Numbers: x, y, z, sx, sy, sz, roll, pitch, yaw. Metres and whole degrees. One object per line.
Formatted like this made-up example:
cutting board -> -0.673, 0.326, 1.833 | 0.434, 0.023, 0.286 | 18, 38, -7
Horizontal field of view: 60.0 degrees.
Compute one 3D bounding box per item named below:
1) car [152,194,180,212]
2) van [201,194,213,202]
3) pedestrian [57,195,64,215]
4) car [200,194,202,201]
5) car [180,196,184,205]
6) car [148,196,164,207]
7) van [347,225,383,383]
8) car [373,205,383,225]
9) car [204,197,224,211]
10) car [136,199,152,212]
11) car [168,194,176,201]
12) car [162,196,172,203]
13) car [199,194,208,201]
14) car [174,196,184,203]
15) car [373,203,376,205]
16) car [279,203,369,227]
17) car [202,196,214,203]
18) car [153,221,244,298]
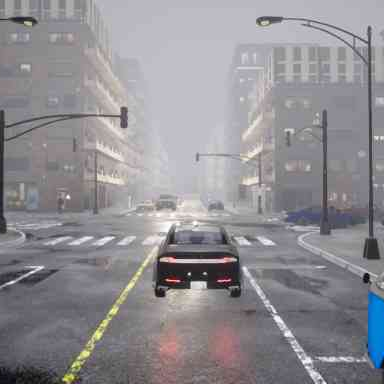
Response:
car -> -2.987, 1.236, 39.514 | 2.150, 2.045, 5.566 | 0, 0, 1
van -> 2.877, 1.364, 56.906 | 1.690, 1.788, 3.998 | 1, 0, 0
pedestrian -> -12.445, 1.218, 31.466 | 0.375, 1.860, 0.375 | 0, -1, 1
car -> 2.908, 1.554, 68.362 | 1.752, 1.417, 4.829 | 1, 0, 0
car -> -2.910, 1.374, 57.306 | 2.097, 1.767, 4.553 | 0, 0, 0
car -> -5.522, 1.460, 51.289 | 1.967, 1.590, 4.097 | 1, 0, 0
van -> 2.680, 1.342, 2.033 | 1.690, 1.788, 3.998 | 1, 0, 0
car -> 13.597, 1.583, 19.750 | 4.313, 1.339, 1.947 | 0, -1, 1
car -> 2.822, 1.581, 39.979 | 1.947, 1.339, 4.313 | 1, 0, 0
car -> -5.557, 1.540, 39.834 | 1.752, 1.417, 4.829 | 1, 0, 0
car -> -5.404, 1.483, 90.788 | 1.967, 1.590, 4.097 | 1, 0, 0
car -> -5.456, 1.577, 73.860 | 1.887, 1.381, 4.507 | 1, 0, 0
car -> 2.961, 1.354, 85.119 | 2.192, 1.841, 5.009 | 1, 0, 0
car -> -2.784, 1.561, 72.359 | 2.033, 1.411, 5.357 | 0, 0, 0
car -> 13.726, 1.609, 28.131 | 4.097, 1.590, 1.967 | 0, -1, 1
car -> 8.607, 1.588, 22.239 | 5.357, 1.411, 2.033 | 0, -1, 2
car -> 2.839, 1.568, 45.622 | 2.008, 1.369, 4.403 | 1, 0, 0
car -> 0.126, 1.494, 8.523 | 2.128, 1.511, 4.902 | 0, 0, 0
